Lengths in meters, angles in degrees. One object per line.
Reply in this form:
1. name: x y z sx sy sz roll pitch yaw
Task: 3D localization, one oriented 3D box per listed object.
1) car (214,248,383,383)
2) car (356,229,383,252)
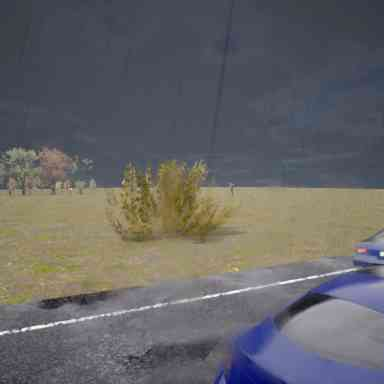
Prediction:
1. car: 2.421 1.526 3.392 4.674 1.442 1.812 0 0 -29
2. car: 6.654 1.552 9.563 5.357 1.411 2.033 0 0 -38
